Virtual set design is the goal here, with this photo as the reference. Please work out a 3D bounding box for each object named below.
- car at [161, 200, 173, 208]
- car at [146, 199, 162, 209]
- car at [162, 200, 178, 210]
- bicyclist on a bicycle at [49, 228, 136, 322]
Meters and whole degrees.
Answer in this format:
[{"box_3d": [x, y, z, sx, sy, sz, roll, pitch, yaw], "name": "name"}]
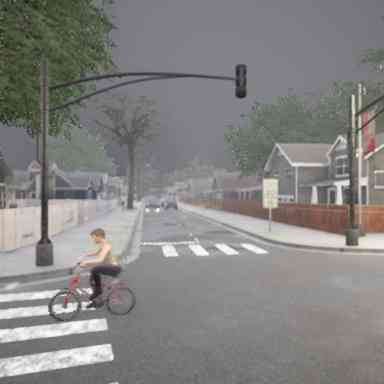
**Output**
[{"box_3d": [-4.726, 2.145, 61.910, 1.994, 1.385, 4.181, 0, -1, -8], "name": "car"}, {"box_3d": [-6.586, 1.878, 55.371, 2.097, 1.767, 4.553, 0, -1, -8], "name": "car"}, {"box_3d": [-3.279, 1.991, 51.589, 1.837, 1.490, 4.892, 0, -1, -8], "name": "car"}, {"box_3d": [-1.752, 1.454, 5.939, 1.509, 1.612, 0.866, 0, 0, -17], "name": "bicyclist on a bicycle"}]
